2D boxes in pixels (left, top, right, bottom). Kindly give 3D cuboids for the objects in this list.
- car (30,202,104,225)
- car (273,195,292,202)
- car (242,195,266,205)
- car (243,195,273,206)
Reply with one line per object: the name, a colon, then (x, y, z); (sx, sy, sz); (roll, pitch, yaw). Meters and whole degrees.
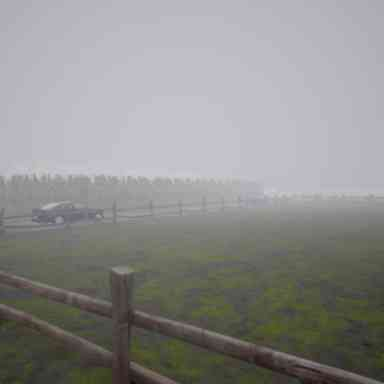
car: (-8.320, 1.388, 22.631); (1.882, 1.535, 5.008); (-1, 0, 36)
car: (15.051, 1.148, 55.380); (1.895, 1.301, 4.718); (-1, 0, 36)
car: (9.874, 1.249, 52.857); (1.895, 1.301, 4.718); (-1, 0, 36)
car: (9.099, 1.131, 46.957); (2.128, 1.511, 4.902); (-1, 0, 36)
